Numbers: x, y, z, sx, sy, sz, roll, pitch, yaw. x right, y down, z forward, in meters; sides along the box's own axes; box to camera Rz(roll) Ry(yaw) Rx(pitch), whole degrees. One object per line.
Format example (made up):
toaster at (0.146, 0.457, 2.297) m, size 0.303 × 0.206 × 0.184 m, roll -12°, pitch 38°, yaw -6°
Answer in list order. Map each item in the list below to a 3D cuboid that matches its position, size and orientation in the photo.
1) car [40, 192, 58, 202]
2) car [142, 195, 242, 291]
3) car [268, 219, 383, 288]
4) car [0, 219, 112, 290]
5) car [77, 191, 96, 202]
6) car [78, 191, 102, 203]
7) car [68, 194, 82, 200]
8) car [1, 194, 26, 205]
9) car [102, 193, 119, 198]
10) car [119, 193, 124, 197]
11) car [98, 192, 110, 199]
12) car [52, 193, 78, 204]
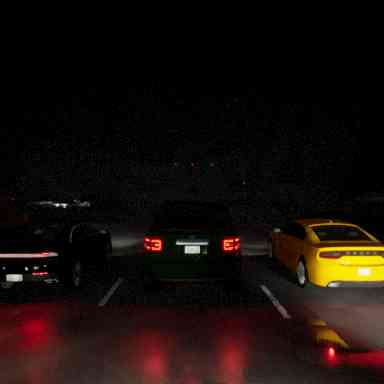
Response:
car at (-29.103, 0.927, 68.119) m, size 2.150 × 2.045 × 5.566 m, roll 0°, pitch 0°, yaw -1°
car at (-0.014, 1.212, 9.157) m, size 2.150 × 2.045 × 5.566 m, roll 0°, pitch 0°, yaw 0°
car at (3.475, 1.468, 9.211) m, size 1.882 × 1.535 × 5.008 m, roll 0°, pitch 0°, yaw 0°
car at (-3.522, 1.482, 9.012) m, size 2.128 × 1.511 × 4.902 m, roll 0°, pitch 0°, yaw 0°
car at (-22.136, 0.917, 70.061) m, size 2.150 × 2.045 × 5.566 m, roll 0°, pitch 0°, yaw -1°
car at (-18.520, 0.972, 59.815) m, size 2.150 × 2.045 × 5.566 m, roll 0°, pitch 0°, yaw -1°
car at (-29.419, 1.210, 83.796) m, size 1.895 × 1.301 × 4.718 m, roll 0°, pitch 0°, yaw -1°
car at (-28.931, 1.131, 54.040) m, size 2.097 × 1.767 × 4.553 m, roll 0°, pitch 0°, yaw -1°
car at (-18.721, 1.204, 74.982) m, size 2.033 × 1.411 × 5.357 m, roll 0°, pitch 0°, yaw -1°
car at (-19.601, 1.117, 90.879) m, size 2.033 × 1.411 × 5.357 m, roll 0°, pitch 0°, yaw -7°
car at (-22.513, 0.962, 85.446) m, size 2.097 × 1.767 × 4.553 m, roll 0°, pitch 0°, yaw -4°
car at (-21.988, 1.324, 57.685) m, size 1.994 × 1.385 × 4.181 m, roll 0°, pitch 0°, yaw -1°
